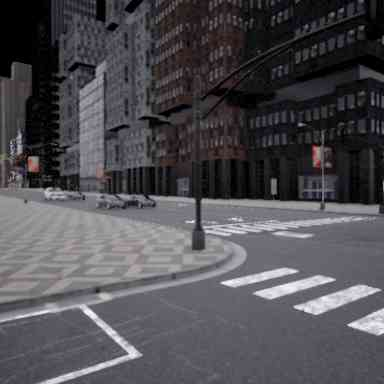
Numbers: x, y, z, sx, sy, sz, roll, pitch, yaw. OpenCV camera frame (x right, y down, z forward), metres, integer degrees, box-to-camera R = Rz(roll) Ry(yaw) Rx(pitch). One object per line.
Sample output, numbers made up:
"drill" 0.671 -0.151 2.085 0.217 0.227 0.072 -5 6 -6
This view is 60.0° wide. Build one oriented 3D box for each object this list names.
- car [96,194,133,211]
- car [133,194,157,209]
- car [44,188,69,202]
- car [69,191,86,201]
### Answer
"car" -8.106 0.999 33.267 1.837 1.490 4.892 -1 1 -36
"car" -5.459 0.974 35.154 1.837 1.490 4.892 -1 1 -36
"car" -21.441 0.365 51.890 2.150 2.045 5.566 -1 1 -36
"car" -18.551 0.644 53.435 1.837 1.490 4.892 -1 1 -36
